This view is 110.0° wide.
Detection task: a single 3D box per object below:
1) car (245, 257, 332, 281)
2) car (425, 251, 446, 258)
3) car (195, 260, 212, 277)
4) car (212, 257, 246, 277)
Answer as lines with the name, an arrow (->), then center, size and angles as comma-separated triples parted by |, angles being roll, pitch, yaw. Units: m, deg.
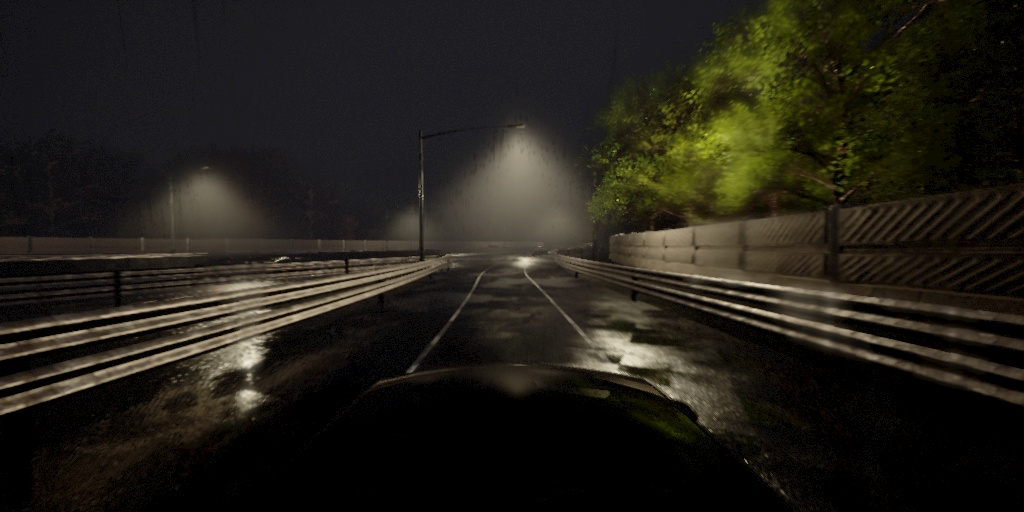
car -> -14.612, 0.784, 24.332 | 2.128, 1.511, 4.902 | 0, 2, 24
car -> -10.862, -0.001, 50.033 | 1.994, 1.385, 4.181 | 0, 2, 24
car -> -21.104, 0.813, 26.956 | 1.994, 1.385, 4.181 | 0, 2, 24
car -> -17.865, 0.778, 25.629 | 1.837, 1.490, 4.892 | 0, 2, 24
